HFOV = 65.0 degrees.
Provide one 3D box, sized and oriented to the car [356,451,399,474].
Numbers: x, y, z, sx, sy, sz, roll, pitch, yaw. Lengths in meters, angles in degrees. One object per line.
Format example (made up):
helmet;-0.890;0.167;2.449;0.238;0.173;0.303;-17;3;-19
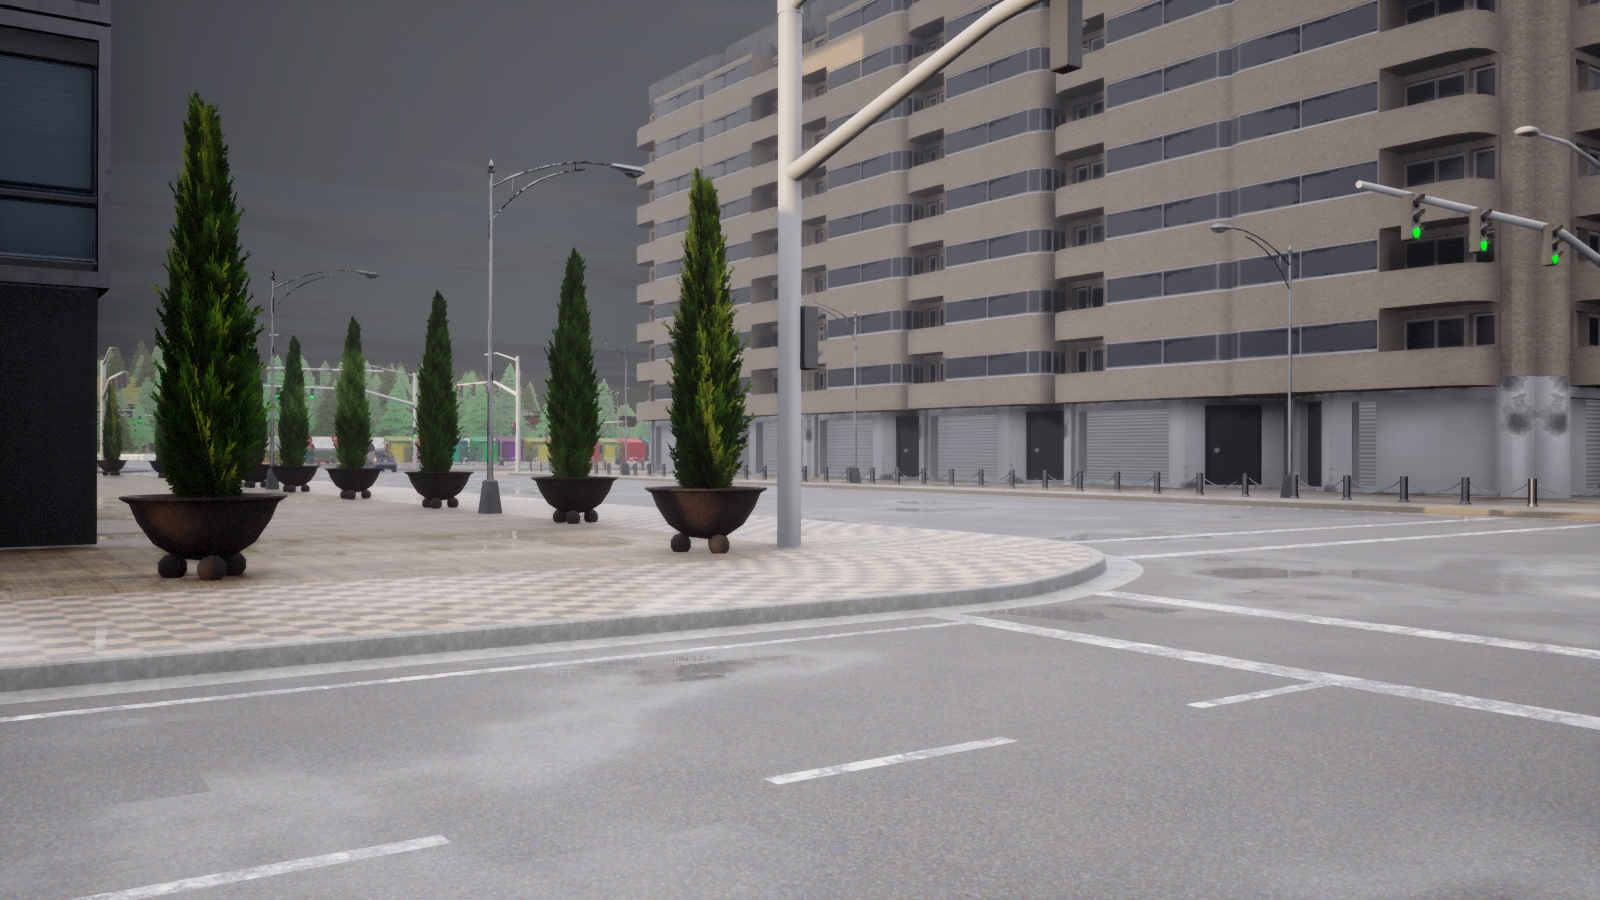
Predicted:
car;-30.902;0.905;91.717;1.851;1.617;3.988;0;0;-36
